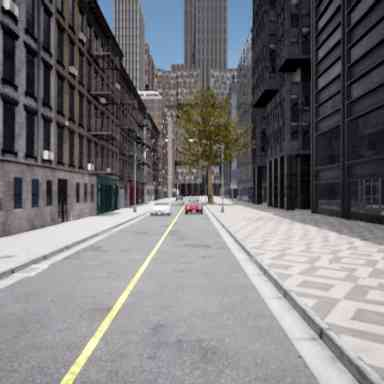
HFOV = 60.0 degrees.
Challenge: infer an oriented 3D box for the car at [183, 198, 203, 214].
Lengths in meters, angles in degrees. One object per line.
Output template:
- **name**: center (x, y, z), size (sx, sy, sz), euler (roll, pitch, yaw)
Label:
- **car**: center (0.219, 1.697, 36.614), size (1.895, 1.301, 4.718), euler (0, 0, 0)

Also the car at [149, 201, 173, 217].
- **car**: center (-2.986, 1.614, 32.810), size (1.812, 1.442, 4.674), euler (0, 0, 0)

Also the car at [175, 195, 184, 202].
- **car**: center (-2.742, 1.429, 74.295), size (1.837, 1.490, 4.892), euler (0, 0, 0)
